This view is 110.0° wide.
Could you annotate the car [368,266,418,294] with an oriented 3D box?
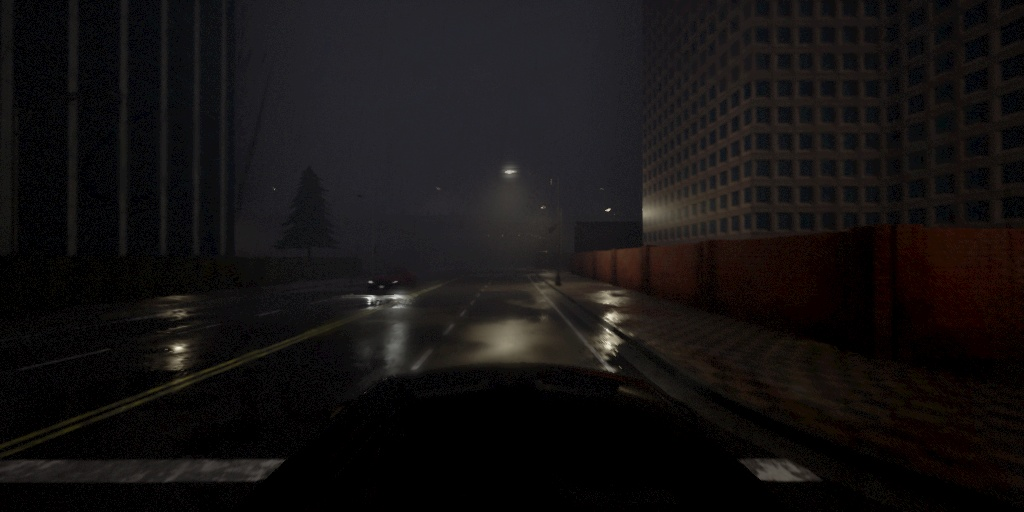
[{"bbox_3d":[-7.013,1.365,21.597,1.812,1.442,4.674,0,1,0],"label":"car"}]
